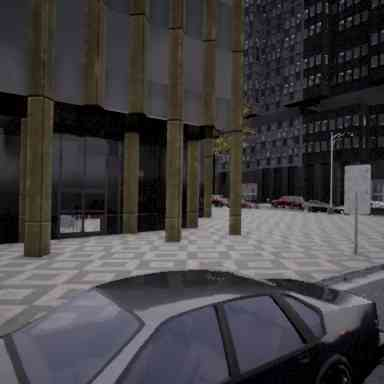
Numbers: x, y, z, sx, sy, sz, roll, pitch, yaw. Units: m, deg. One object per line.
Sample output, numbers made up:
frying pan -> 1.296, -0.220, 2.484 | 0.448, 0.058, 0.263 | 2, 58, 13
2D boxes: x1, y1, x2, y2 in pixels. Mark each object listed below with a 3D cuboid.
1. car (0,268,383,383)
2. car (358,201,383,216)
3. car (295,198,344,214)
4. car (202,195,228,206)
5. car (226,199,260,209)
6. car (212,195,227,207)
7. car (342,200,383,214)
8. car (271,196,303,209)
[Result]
car -> -0.247, 1.548, 3.081 | 5.357, 1.411, 2.033 | 0, 0, -36
car -> 16.376, 1.517, 29.332 | 2.008, 1.369, 4.403 | 1, -1, -35
car -> 13.187, 1.539, 33.829 | 1.947, 1.339, 4.313 | 1, -1, -35
car -> 4.194, 1.510, 61.253 | 2.192, 1.841, 5.009 | 1, -1, -35
car -> 6.808, 1.570, 42.823 | 1.802, 1.307, 4.206 | 1, -1, -35
car -> 3.623, 1.310, 47.323 | 2.192, 1.841, 5.009 | 1, -1, -35
car -> 20.135, 1.707, 38.766 | 2.008, 1.369, 4.403 | 1, -1, -35
car -> 13.761, 1.486, 47.763 | 2.192, 1.841, 5.009 | 1, -1, -35
